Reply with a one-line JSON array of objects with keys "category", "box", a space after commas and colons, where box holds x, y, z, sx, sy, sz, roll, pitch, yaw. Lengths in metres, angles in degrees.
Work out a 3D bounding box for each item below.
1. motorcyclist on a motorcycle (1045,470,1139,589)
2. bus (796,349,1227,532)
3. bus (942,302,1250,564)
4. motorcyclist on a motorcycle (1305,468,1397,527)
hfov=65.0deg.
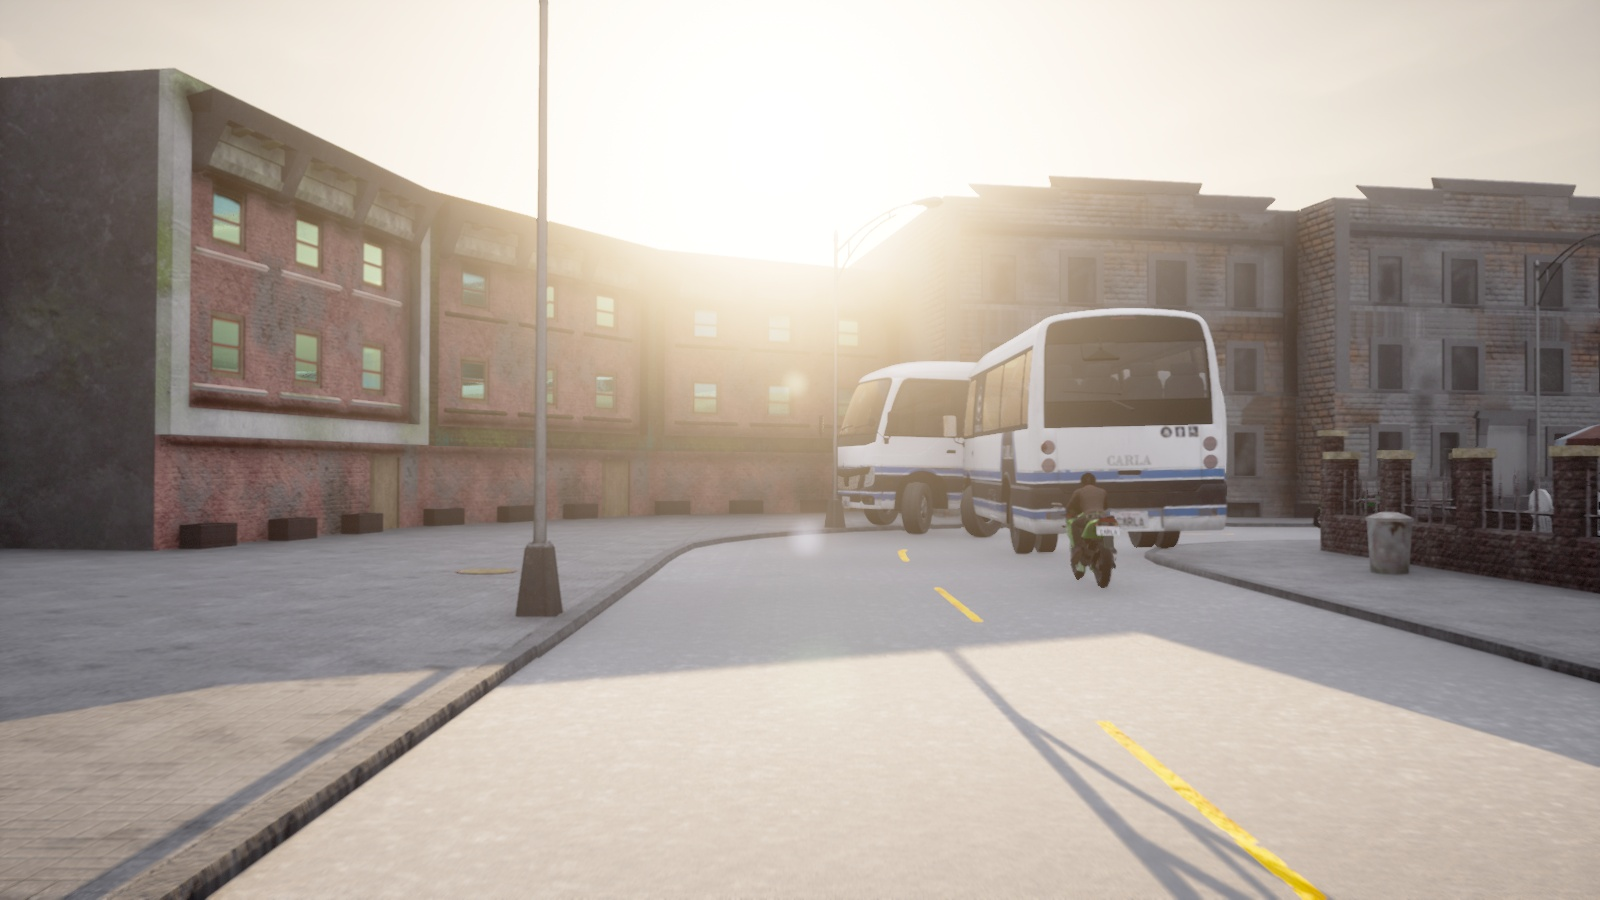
[{"category": "motorcyclist on a motorcycle", "box": [3.940, 1.037, 17.106, 0.797, 1.523, 2.044, 0, -1, 0]}, {"category": "bus", "box": [5.400, -0.111, 32.563, 10.273, 4.253, 3.944, 1, -1, -15]}, {"category": "bus", "box": [5.519, -0.228, 26.133, 3.944, 4.253, 10.273, -2, -1, 1]}, {"category": "motorcyclist on a motorcycle", "box": [14.418, 1.234, 32.907, 2.044, 1.523, 0.797, 0, -1, 0]}]
